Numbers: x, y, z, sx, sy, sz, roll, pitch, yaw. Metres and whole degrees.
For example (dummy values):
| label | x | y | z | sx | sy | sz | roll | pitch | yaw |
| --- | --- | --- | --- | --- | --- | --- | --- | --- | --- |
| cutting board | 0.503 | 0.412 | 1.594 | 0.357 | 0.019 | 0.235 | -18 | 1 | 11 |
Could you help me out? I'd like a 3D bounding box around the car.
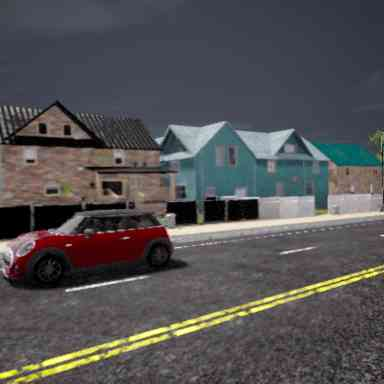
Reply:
| label | x | y | z | sx | sy | sz | roll | pitch | yaw |
| --- | --- | --- | --- | --- | --- | --- | --- | --- | --- |
| car | -2.847 | 1.329 | 9.590 | 4.553 | 1.767 | 2.097 | -1 | 0 | -35 |
